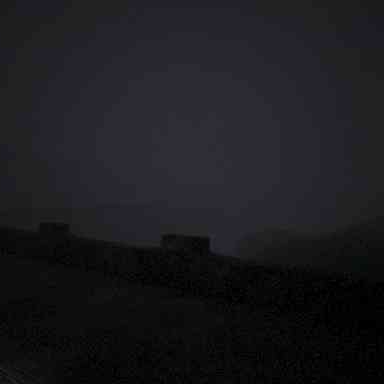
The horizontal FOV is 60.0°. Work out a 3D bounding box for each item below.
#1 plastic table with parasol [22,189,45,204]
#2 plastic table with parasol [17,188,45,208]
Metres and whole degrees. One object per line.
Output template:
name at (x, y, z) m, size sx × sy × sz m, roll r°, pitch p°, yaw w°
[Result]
plastic table with parasol at (-26.452, 0.741, 55.558) m, size 2.482 × 2.480 × 2.482 m, roll 0°, pitch 0°, yaw 35°
plastic table with parasol at (-21.295, 0.778, 43.983) m, size 2.482 × 2.480 × 2.482 m, roll 0°, pitch 0°, yaw 35°
